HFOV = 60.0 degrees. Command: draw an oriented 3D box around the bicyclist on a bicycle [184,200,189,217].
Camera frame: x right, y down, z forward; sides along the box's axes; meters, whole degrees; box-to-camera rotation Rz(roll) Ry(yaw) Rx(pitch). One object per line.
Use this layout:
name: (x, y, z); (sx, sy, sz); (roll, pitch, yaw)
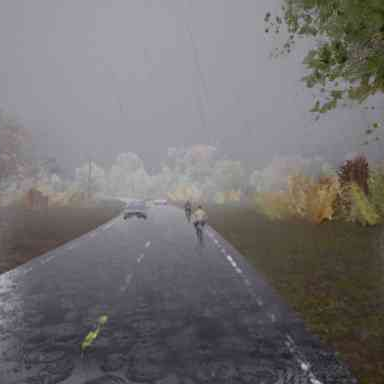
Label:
bicyclist on a bicycle: (-0.275, 1.398, 23.798); (0.582, 1.620, 1.656); (0, 0, -5)

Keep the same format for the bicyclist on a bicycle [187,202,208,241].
bicyclist on a bicycle: (0.359, 1.402, 15.407); (0.866, 1.612, 1.509); (0, 0, -4)

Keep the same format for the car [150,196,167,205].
car: (-5.210, 1.484, 53.905); (1.895, 1.301, 4.718); (0, 0, -11)

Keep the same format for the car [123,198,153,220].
car: (-4.547, 1.491, 27.514); (2.033, 1.411, 5.357); (0, 0, -6)

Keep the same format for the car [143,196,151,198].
car: (-9.742, 1.434, 73.389); (1.895, 1.301, 4.718); (0, 0, -16)
